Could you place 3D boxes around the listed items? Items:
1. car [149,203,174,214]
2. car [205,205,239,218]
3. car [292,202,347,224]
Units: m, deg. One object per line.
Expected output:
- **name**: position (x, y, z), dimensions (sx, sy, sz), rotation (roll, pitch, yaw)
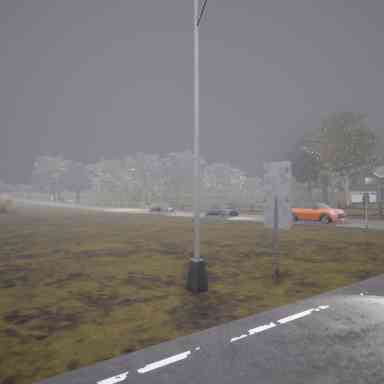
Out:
- **car**: position (-4.433, 2.311, 47.899), dimensions (2.128, 1.511, 4.902), rotation (-1, 0, -35)
- **car**: position (3.262, 2.111, 36.978), dimensions (1.994, 1.385, 4.181), rotation (-1, -1, -35)
- **car**: position (10.190, 1.616, 27.154), dimensions (2.097, 1.767, 4.553), rotation (-1, -1, -35)
